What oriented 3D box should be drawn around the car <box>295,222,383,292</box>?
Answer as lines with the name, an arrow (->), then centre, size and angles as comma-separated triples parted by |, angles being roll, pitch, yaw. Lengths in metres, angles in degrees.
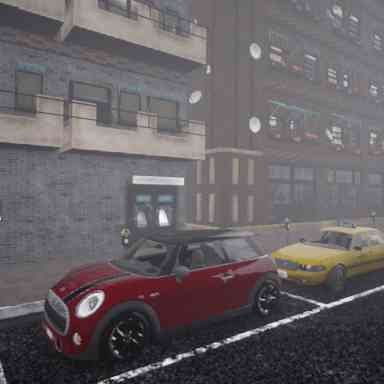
car -> 4.002, 1.534, 8.947 | 4.829, 1.417, 1.752 | 0, 1, -36

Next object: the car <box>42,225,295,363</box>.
car -> -0.374, 1.443, 5.820 | 4.097, 1.590, 1.967 | 0, 1, -36
